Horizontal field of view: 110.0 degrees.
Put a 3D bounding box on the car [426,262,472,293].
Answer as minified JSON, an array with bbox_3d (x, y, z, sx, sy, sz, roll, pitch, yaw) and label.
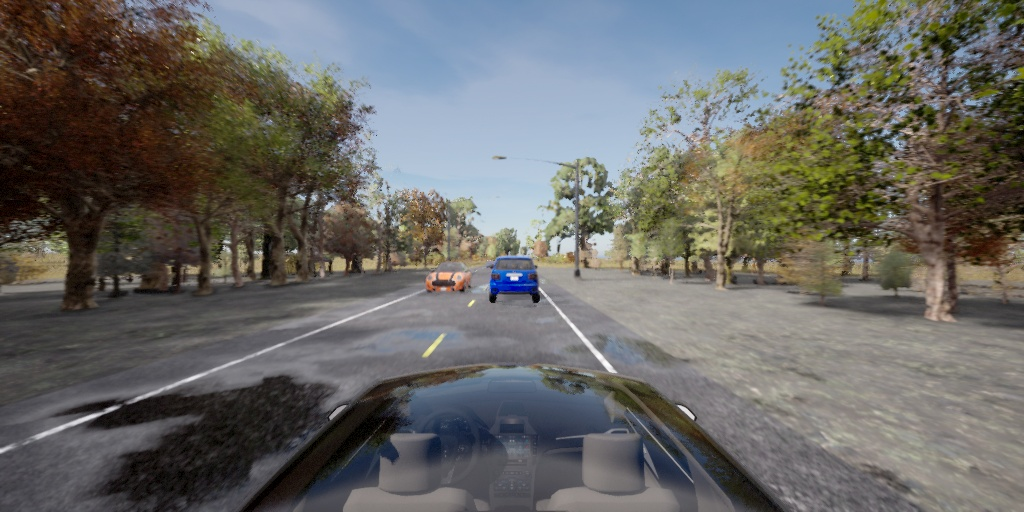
[{"bbox_3d":[-3.595,1.164,21.078,2.097,1.767,4.553,0,0,0],"label":"car"}]

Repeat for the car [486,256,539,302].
[{"bbox_3d":[0.100,1.023,17.512,2.150,2.045,5.566,0,0,0],"label":"car"}]
